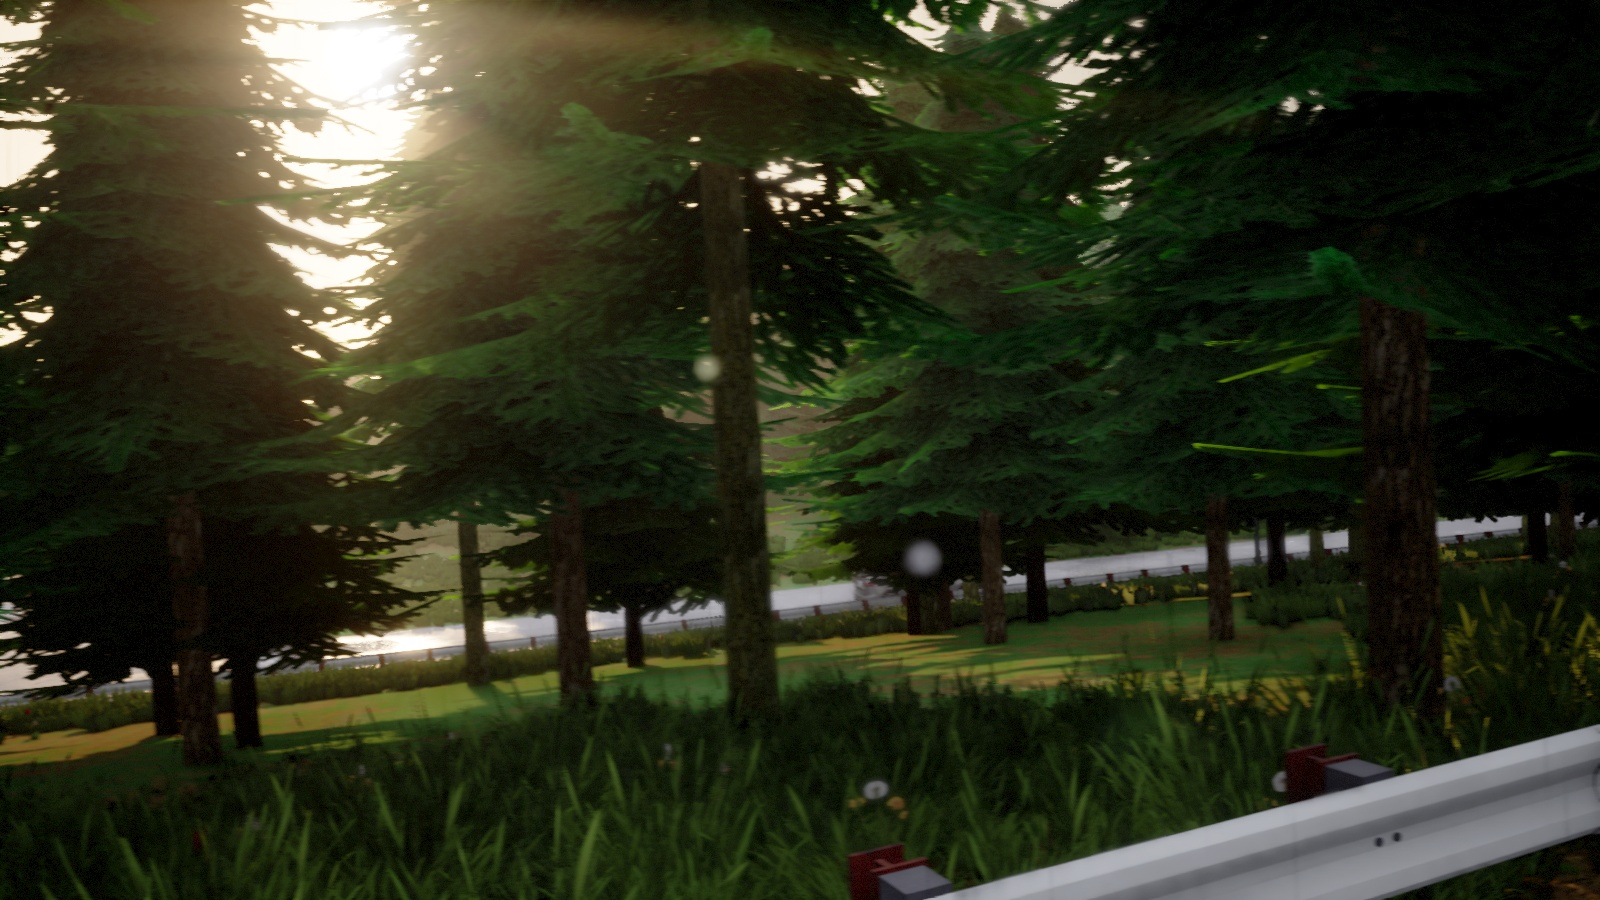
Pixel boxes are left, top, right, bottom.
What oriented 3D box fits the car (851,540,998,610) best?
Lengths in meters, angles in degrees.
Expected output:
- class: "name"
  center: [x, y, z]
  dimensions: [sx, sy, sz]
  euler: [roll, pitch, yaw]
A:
- class: "car"
  center: [4.409, 4.402, 44.688]
  dimensions: [4.611, 1.667, 2.242]
  euler: [-5, 3, -16]
